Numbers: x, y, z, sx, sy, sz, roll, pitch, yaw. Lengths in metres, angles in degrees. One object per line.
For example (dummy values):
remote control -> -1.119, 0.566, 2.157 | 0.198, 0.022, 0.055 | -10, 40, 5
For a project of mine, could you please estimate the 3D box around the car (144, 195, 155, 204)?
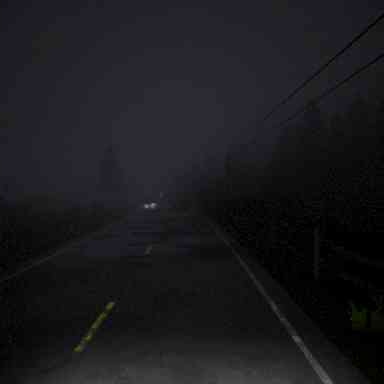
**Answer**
car -> -7.545, 1.339, 59.459 | 2.128, 1.511, 4.902 | 0, 0, -9

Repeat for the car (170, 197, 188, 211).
car -> -1.595, 1.390, 39.654 | 2.128, 1.511, 4.902 | 0, 0, -5
